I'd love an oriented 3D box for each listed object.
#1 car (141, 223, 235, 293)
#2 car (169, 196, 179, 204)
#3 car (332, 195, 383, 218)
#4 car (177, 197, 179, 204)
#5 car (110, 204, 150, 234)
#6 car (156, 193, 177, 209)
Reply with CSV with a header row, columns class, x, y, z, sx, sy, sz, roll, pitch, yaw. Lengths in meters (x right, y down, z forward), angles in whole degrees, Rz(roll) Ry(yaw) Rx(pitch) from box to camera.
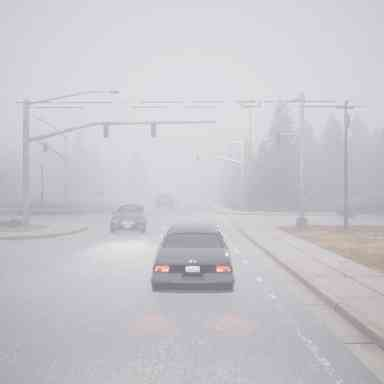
class,x,y,z,sx,sy,sz,roll,pitch,yaw
car,0.034,1.545,9.000,2.033,1.411,5.357,0,0,1
car,-3.540,1.526,65.937,1.812,1.442,4.674,0,0,1
car,15.547,1.248,29.646,5.566,2.045,2.150,0,0,1
car,-3.665,1.352,55.663,2.097,1.767,4.553,0,0,0
car,-3.511,1.491,19.367,2.128,1.511,4.902,0,0,-6
car,-3.677,1.221,45.653,2.150,2.045,5.566,0,0,0
